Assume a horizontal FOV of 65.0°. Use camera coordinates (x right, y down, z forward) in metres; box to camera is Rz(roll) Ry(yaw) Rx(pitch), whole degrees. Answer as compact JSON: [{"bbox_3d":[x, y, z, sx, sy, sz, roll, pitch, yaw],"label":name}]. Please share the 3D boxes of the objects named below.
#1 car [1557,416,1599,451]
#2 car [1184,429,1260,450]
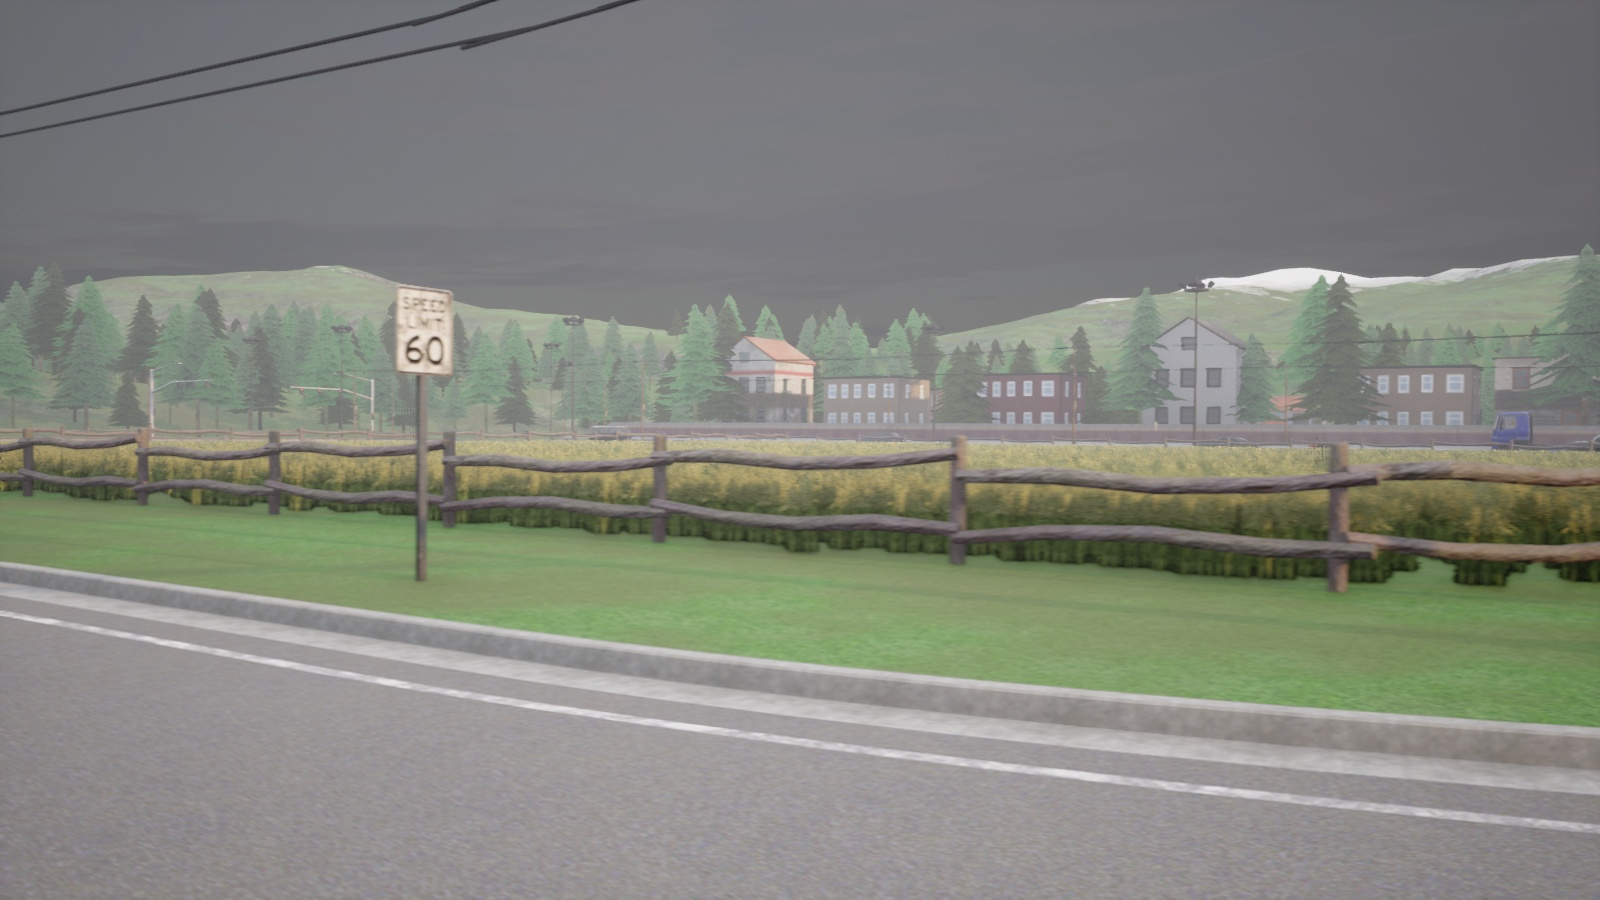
[{"bbox_3d":[48.516,-1.011,74.844,5.566,2.045,2.150,0,1,23],"label":"car"},{"bbox_3d":[30.533,-0.780,90.831,4.892,1.490,1.837,0,1,34],"label":"car"}]
